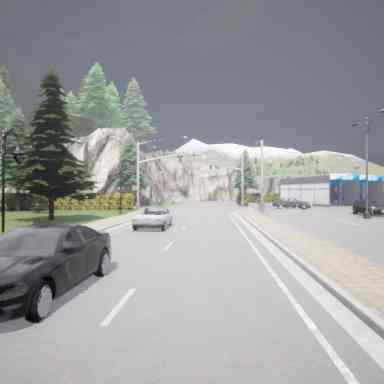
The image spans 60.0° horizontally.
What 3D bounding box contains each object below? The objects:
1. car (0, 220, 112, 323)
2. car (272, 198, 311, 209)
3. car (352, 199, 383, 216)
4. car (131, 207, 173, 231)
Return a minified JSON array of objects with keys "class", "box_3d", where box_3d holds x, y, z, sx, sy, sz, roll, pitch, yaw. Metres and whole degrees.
[{"class":"car","box_3d":[-3.369,1.482,7.518,1.882,1.535,5.008,0,0,5]},{"class":"car","box_3d":[12.888,1.519,43.188,4.902,1.511,2.128,0,0,5]},{"class":"car","box_3d":[16.020,1.359,29.841,2.007,1.523,4.514,0,0,4]},{"class":"car","box_3d":[-2.355,1.613,20.649,1.895,1.301,4.718,0,0,4]}]
